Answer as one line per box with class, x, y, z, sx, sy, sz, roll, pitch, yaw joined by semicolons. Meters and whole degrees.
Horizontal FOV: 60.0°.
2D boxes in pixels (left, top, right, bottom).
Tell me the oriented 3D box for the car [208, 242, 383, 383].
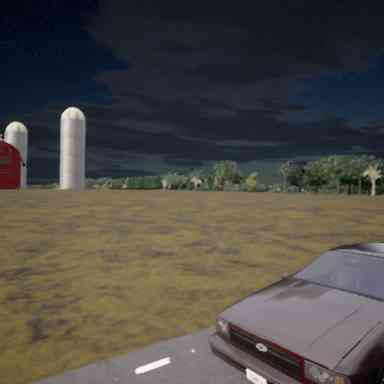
car;2.827;1.522;4.964;5.357;1.411;2.033;0;0;-35
